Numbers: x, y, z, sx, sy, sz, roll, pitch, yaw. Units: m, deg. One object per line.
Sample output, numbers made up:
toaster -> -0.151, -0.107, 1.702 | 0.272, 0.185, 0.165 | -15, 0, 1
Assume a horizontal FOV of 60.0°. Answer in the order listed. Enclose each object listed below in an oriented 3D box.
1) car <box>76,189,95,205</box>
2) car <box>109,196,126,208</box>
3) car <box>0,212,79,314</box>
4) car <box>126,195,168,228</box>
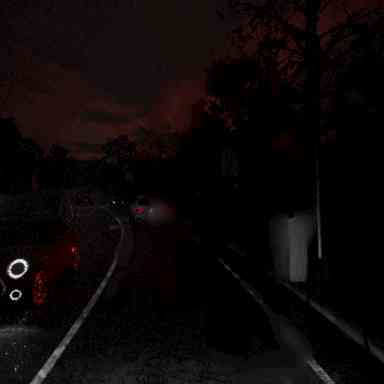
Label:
car -> -14.170, 0.610, 44.028 | 2.150, 2.045, 5.566 | 1, 1, -21
car -> -8.705, 1.172, 39.782 | 2.033, 1.411, 5.357 | 1, 1, -21
car -> -4.188, 1.396, 7.894 | 2.097, 1.767, 4.553 | 0, 0, -6
car -> -3.057, 1.220, 22.656 | 2.150, 2.045, 5.566 | 1, 1, -14
